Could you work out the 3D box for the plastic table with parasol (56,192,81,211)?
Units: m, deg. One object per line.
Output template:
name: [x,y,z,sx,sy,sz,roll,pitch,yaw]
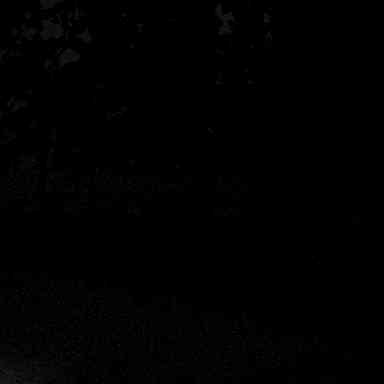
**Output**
plastic table with parasol: [-16.984,1.317,45.771,2.482,2.480,2.482,-2,-1,-3]
